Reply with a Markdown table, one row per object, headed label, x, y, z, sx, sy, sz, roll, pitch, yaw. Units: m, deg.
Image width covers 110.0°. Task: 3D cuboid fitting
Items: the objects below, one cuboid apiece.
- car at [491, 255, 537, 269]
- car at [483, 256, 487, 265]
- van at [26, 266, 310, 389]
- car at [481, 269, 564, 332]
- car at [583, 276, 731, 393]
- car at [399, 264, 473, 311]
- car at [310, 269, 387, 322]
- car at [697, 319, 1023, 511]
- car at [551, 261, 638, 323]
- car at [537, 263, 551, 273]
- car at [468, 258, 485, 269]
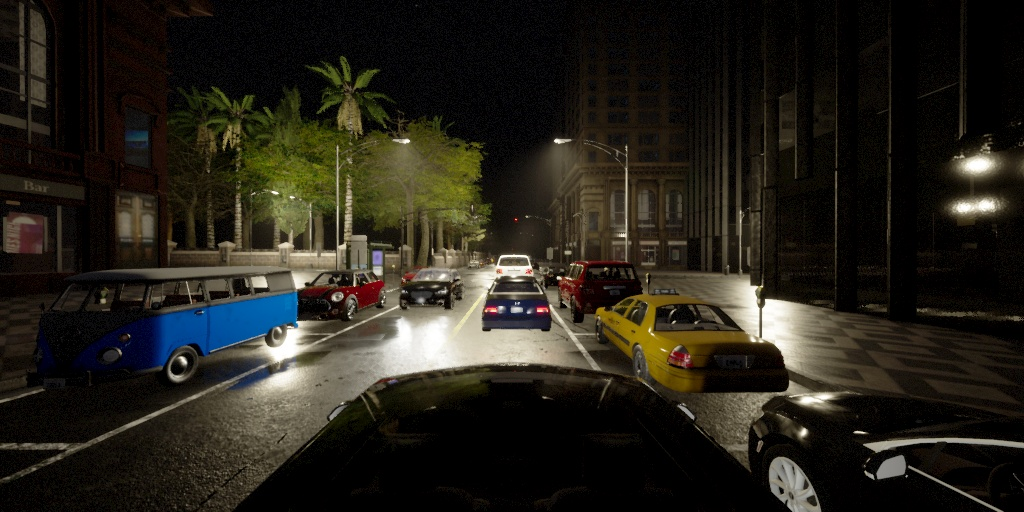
| label | x | y | z | sx | sy | sz | roll | pitch | yaw |
| --- | --- | --- | --- | --- | --- | --- | --- | --- | --- |
| car | 0.109 | 0.968 | 21.408 | 2.150 | 2.045 | 5.566 | 0 | 0 | 0 |
| car | -5.737 | 1.160 | 60.168 | 1.967 | 1.591 | 4.097 | 0 | 0 | 0 |
| van | -5.761 | 1.090 | 6.609 | 1.690 | 1.789 | 3.998 | 0 | 0 | 0 |
| car | 0.106 | 1.296 | 10.837 | 2.033 | 1.411 | 5.357 | 0 | 0 | 0 |
| car | 2.764 | 1.275 | 6.761 | 1.751 | 1.417 | 4.829 | 0 | 0 | 0 |
| car | -3.068 | 1.240 | 14.552 | 2.128 | 1.511 | 4.902 | 0 | 0 | 0 |
| car | -5.759 | 1.188 | 12.036 | 1.967 | 1.591 | 4.097 | 0 | 0 | 0 |
| car | 2.762 | 1.300 | 1.165 | 2.007 | 1.370 | 4.403 | 0 | 0 | 0 |
| car | 2.767 | 1.063 | 12.016 | 2.192 | 1.841 | 5.009 | 0 | 0 | 0 |
| car | 2.772 | 1.311 | 22.867 | 1.948 | 1.339 | 4.313 | 0 | 0 | 0 |
| car | -5.739 | 1.275 | 54.748 | 2.007 | 1.370 | 4.403 | 0 | 0 | 0 |
